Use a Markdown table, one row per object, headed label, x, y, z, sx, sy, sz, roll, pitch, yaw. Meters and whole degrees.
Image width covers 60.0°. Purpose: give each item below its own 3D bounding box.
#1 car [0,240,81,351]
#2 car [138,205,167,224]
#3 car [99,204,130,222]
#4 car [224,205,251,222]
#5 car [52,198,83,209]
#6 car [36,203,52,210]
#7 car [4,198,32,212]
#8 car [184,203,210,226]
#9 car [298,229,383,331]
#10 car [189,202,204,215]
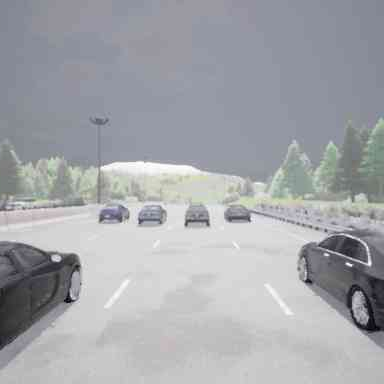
| label | x | y | z | sx | sy | sz | roll | pitch | yaw |
| --- | --- | --- | --- | --- | --- | --- | --- | --- | --- |
| car | -3.342 | 1.496 | 5.239 | 1.882 | 1.535 | 5.008 | 0 | 0 | 1 |
| car | -3.096 | 1.770 | 26.615 | 2.033 | 1.411 | 5.357 | 0 | -1 | 1 |
| car | -6.582 | 1.776 | 28.373 | 1.812 | 1.442 | 4.674 | 0 | -1 | 1 |
| car | 3.937 | 1.835 | 29.336 | 1.994 | 1.385 | 4.181 | 0 | -1 | 1 |
| car | -17.004 | 1.839 | 46.791 | 2.150 | 2.045 | 5.566 | 0 | -1 | 1 |
| car | -20.478 | 2.204 | 47.982 | 1.994 | 1.385 | 4.181 | 0 | -1 | 1 |
| car | -23.995 | 1.846 | 47.247 | 2.150 | 2.045 | 5.566 | 0 | -1 | 1 |
| car | 0.391 | 1.753 | 25.506 | 2.033 | 1.411 | 5.357 | 0 | -1 | 1 |
| car | 3.677 | 1.532 | 6.854 | 1.837 | 1.490 | 4.892 | 0 | 0 | 1 |
| car | 0.571 | 2.023 | 40.762 | 1.812 | 1.442 | 4.674 | 0 | -1 | 2 |
